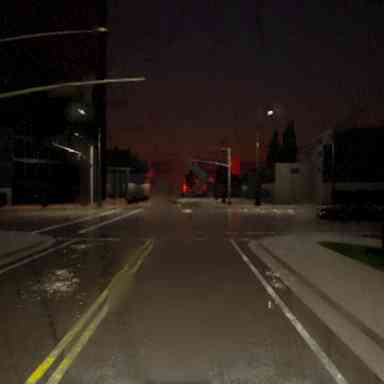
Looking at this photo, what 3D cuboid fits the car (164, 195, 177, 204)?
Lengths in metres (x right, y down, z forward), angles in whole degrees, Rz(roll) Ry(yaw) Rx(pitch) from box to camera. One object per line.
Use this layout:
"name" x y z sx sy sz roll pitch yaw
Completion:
"car" -3.538 1.191 54.363 1.882 1.535 5.008 0 0 0

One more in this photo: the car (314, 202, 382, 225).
"car" 11.174 1.420 22.561 5.357 1.411 2.033 0 0 0
